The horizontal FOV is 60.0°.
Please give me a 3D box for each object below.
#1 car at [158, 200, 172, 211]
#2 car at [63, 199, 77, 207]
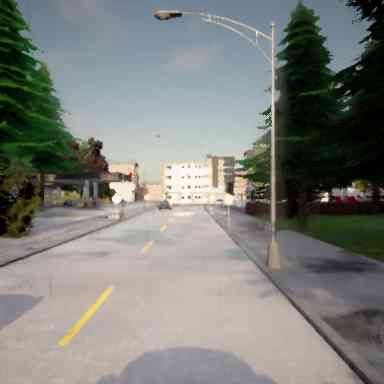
[{"bbox_3d":[-4.098,2.066,50.867,1.837,1.490,4.892,0,-1,0],"label":"car"},{"bbox_3d":[-23.933,2.133,65.265,1.845,1.501,3.633,0,-1,0],"label":"car"}]
